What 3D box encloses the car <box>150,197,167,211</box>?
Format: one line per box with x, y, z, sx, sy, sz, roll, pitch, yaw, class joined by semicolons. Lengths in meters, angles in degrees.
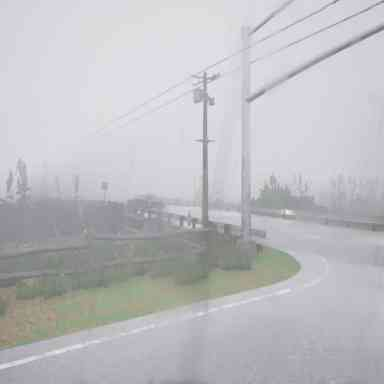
-4.066;0.960;29.804;1.895;1.301;4.718;0;1;-32;car
